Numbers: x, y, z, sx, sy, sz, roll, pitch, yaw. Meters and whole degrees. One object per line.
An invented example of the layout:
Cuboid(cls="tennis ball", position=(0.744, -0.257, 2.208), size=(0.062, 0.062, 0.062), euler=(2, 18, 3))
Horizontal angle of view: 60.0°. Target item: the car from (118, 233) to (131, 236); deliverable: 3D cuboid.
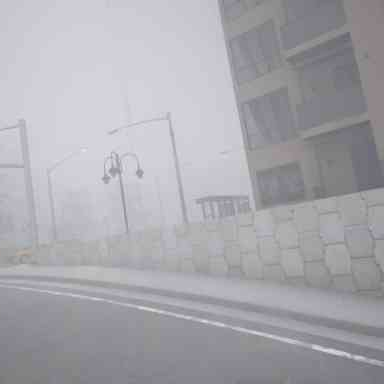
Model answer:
Cuboid(cls="car", position=(-7.894, 5.451, 37.475), size=(1.895, 1.301, 4.718), euler=(-14, -8, 35))

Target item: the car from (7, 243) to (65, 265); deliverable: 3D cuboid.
Cuboid(cls="car", position=(-13.725, 5.358, 29.534), size=(1.882, 1.535, 5.008), euler=(-14, -8, 35))
